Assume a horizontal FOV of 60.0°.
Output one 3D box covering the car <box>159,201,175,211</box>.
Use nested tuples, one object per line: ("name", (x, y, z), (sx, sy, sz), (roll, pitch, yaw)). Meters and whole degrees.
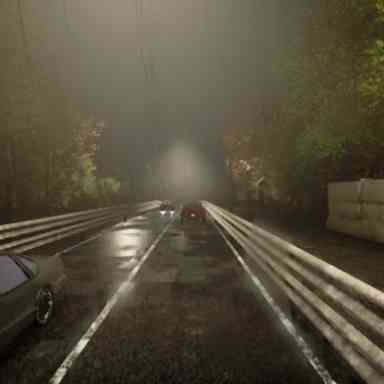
("car", (-3.337, 1.923, 46.196), (1.994, 1.385, 4.181), (0, -1, 0))

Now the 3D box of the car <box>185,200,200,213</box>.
("car", (0.088, 1.822, 42.366), (1.812, 1.442, 4.674), (0, -1, 0))

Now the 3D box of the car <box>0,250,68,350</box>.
("car", (-3.350, 1.544, 4.235), (2.033, 1.411, 5.357), (0, 0, 0))

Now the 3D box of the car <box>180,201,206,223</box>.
("car", (0.083, 1.579, 26.649), (1.882, 1.535, 5.008), (0, -1, 0))
